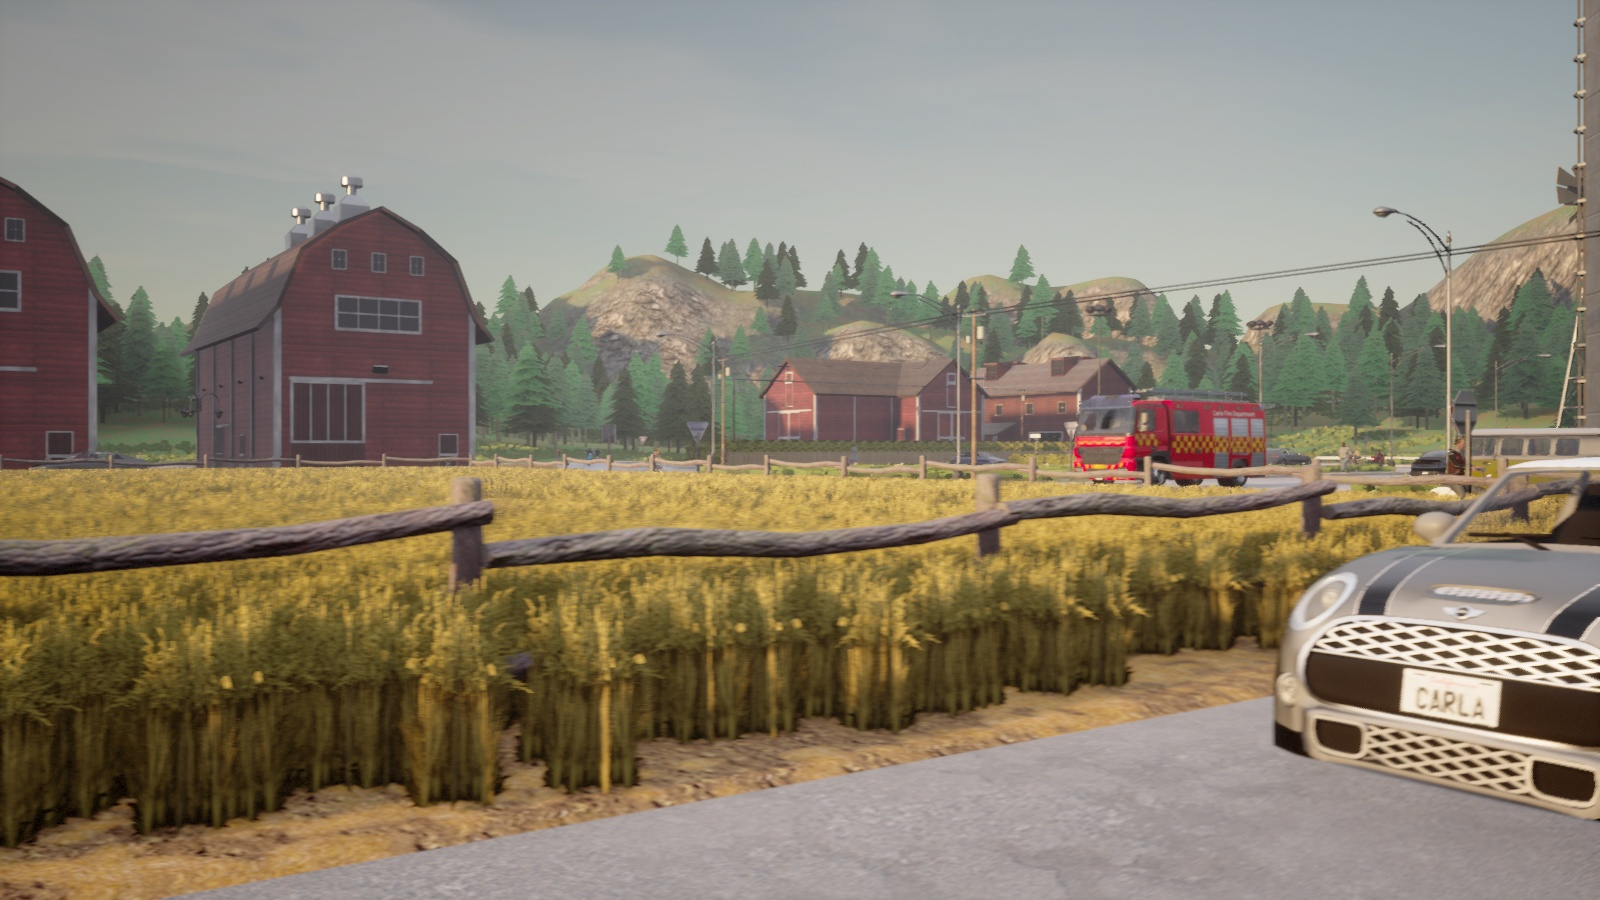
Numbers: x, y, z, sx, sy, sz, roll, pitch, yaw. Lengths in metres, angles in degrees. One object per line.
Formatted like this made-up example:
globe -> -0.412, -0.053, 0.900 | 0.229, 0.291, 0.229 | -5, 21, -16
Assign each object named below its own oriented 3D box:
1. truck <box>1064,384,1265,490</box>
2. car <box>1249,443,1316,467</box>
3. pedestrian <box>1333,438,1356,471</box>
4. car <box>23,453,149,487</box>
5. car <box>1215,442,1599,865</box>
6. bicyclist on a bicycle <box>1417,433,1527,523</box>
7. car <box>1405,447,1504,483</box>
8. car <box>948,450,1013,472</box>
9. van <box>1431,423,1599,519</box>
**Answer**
truck -> 14.261, -0.470, 48.827 | 8.468, 3.827, 2.891 | 0, 0, -36
car -> 35.256, 0.363, 91.652 | 5.027, 1.651, 2.152 | 0, 0, -35
pedestrian -> 30.883, 0.261, 71.262 | 0.900, 1.855, 0.874 | 0, 0, -37
car -> -33.467, 0.912, 58.928 | 4.902, 1.511, 2.128 | 0, 0, -38
car -> 4.006, 0.707, 5.960 | 3.806, 1.475, 1.970 | 0, 0, -35
bicyclist on a bicycle -> 13.631, 0.564, 25.525 | 0.659, 1.776, 1.843 | 0, -1, -35
car -> 28.622, 0.621, 54.882 | 4.892, 1.490, 1.837 | 0, 0, -36
car -> 12.478, 0.722, 87.037 | 4.193, 1.474, 1.816 | 0, 0, 44
van -> 16.478, 0.432, 27.516 | 1.775, 1.987, 4.442 | 0, 0, -34
